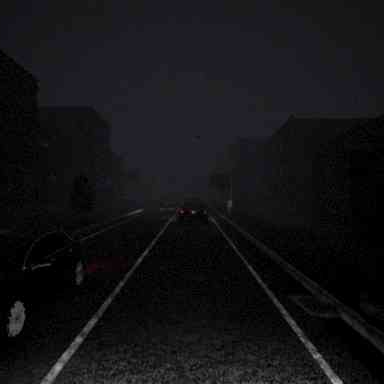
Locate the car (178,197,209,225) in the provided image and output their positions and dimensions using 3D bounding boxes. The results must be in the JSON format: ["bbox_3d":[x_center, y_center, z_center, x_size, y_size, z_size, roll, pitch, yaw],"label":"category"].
[{"bbox_3d":[0.096,1.403,24.563,2.097,1.767,4.553,0,0,0],"label":"car"}]

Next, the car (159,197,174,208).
[{"bbox_3d":[-3.617,1.531,48.269,2.128,1.511,4.902,0,0,0],"label":"car"}]

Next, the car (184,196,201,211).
[{"bbox_3d":[0.075,1.418,42.342,2.097,1.767,4.553,0,0,0],"label":"car"}]

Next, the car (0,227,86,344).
[{"bbox_3d":[-3.547,1.514,6.469,1.837,1.490,4.892,0,0,0],"label":"car"}]
